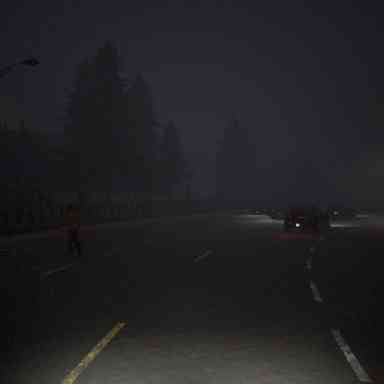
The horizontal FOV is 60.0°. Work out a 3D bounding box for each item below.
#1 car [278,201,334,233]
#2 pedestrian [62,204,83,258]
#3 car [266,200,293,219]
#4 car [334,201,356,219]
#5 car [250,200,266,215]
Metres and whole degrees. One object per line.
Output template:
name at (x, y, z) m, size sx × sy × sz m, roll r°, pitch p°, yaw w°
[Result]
car at (6.950, 1.506, 19.883) m, size 1.837 × 1.490 × 4.892 m, roll 0°, pitch 0°, yaw 32°
pedestrian at (-4.131, 1.294, 11.493) m, size 0.375 × 1.860 × 0.375 m, roll 0°, pitch 0°, yaw 17°
car at (8.351, 1.525, 28.784) m, size 1.812 × 1.442 × 4.674 m, roll 0°, pitch 0°, yaw 35°
car at (13.020, 1.526, 29.038) m, size 1.812 × 1.442 × 4.674 m, roll 0°, pitch 0°, yaw 34°
car at (7.793, 1.547, 34.091) m, size 2.033 × 1.411 × 5.357 m, roll 0°, pitch 0°, yaw 35°
